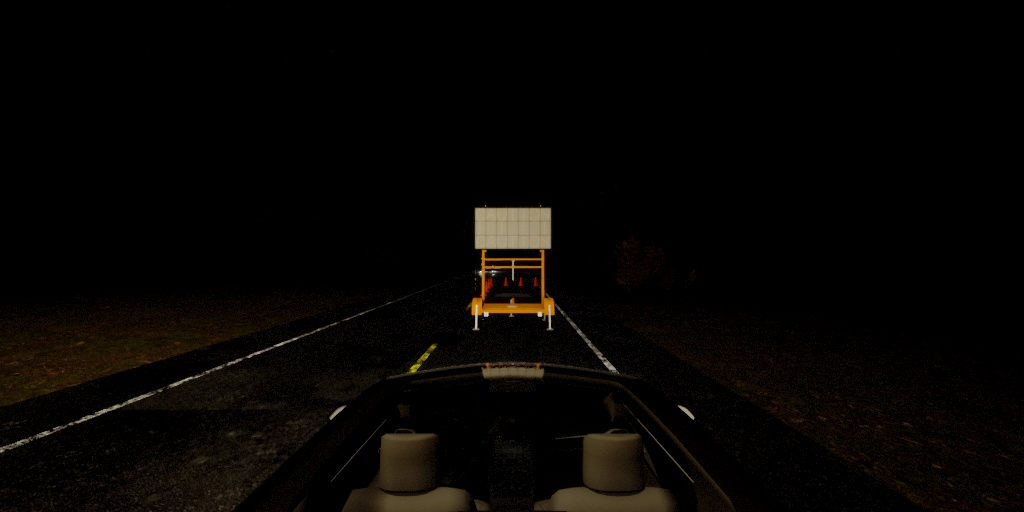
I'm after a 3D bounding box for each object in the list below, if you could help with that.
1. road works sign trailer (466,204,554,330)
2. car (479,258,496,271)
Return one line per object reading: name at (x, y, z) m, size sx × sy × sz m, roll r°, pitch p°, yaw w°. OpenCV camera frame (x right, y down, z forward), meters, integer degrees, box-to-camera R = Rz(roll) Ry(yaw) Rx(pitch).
road works sign trailer at (0.034, 0.215, 11.107) m, size 2.380 × 3.560 × 2.880 m, roll 0°, pitch 0°, yaw 0°
car at (-3.324, 1.128, 49.345) m, size 2.097 × 1.767 × 4.553 m, roll 0°, pitch 0°, yaw 0°
